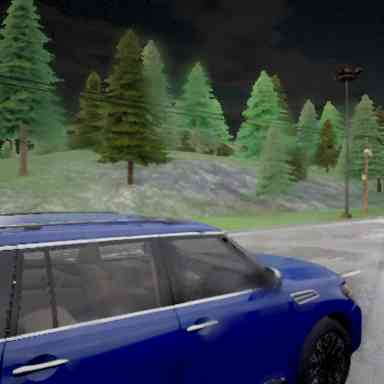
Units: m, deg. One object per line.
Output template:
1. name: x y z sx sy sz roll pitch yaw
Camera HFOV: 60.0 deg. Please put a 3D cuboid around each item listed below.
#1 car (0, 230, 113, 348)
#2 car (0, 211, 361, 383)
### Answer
1. car: -4.157 1.547 5.080 5.357 1.411 2.033 0 0 -35
2. car: -0.609 1.222 3.311 5.566 2.045 2.150 0 0 -36
